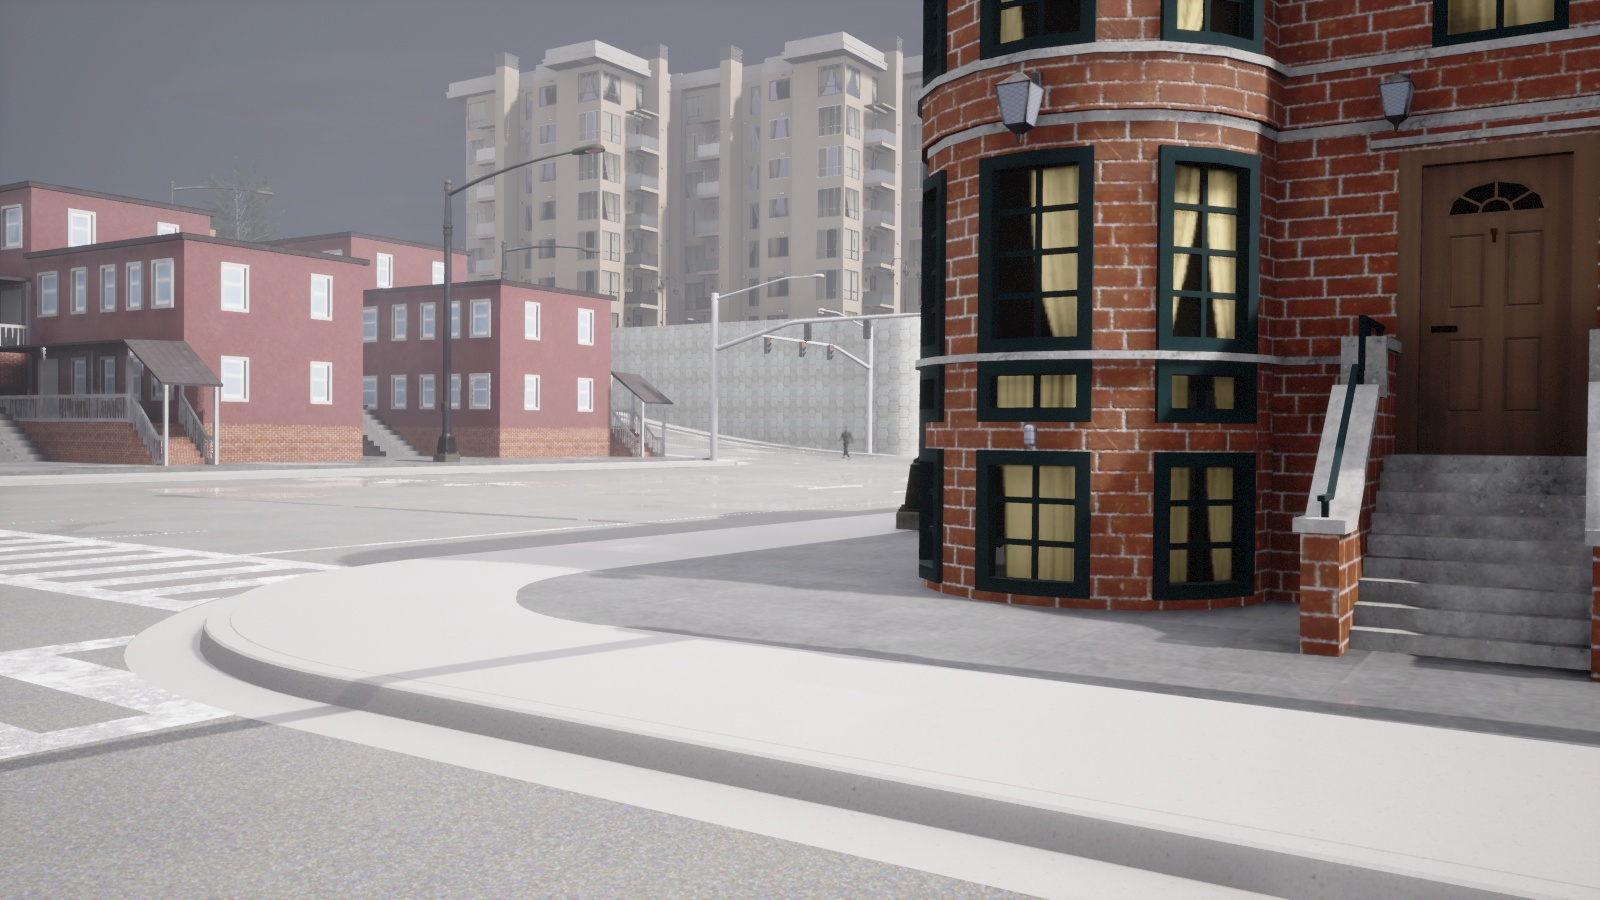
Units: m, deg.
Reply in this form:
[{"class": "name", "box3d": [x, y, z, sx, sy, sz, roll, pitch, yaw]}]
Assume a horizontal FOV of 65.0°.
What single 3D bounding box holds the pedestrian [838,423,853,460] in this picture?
[{"class": "pedestrian", "box3d": [2.392, -0.436, 66.014, 0.423, 1.949, 0.788, 0, 1, 34]}]
